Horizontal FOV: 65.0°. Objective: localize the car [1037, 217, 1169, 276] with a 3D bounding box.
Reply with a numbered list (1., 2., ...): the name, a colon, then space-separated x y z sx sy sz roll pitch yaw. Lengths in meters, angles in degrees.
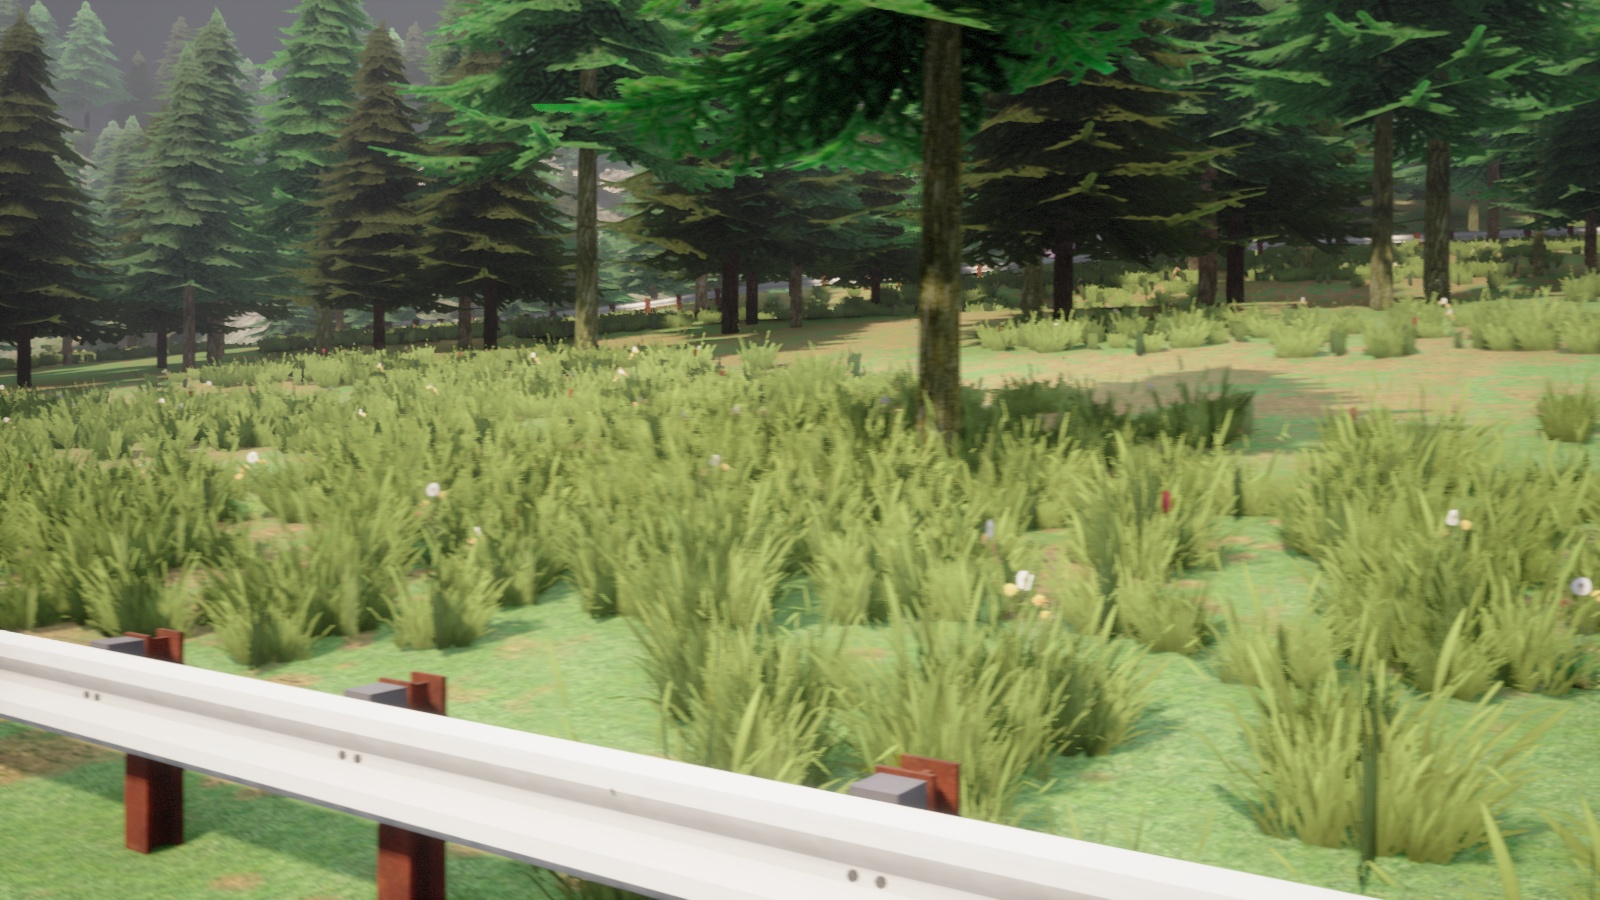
1. car: 12.362 -8.308 51.458 4.856 1.649 2.033 -5 1 2
